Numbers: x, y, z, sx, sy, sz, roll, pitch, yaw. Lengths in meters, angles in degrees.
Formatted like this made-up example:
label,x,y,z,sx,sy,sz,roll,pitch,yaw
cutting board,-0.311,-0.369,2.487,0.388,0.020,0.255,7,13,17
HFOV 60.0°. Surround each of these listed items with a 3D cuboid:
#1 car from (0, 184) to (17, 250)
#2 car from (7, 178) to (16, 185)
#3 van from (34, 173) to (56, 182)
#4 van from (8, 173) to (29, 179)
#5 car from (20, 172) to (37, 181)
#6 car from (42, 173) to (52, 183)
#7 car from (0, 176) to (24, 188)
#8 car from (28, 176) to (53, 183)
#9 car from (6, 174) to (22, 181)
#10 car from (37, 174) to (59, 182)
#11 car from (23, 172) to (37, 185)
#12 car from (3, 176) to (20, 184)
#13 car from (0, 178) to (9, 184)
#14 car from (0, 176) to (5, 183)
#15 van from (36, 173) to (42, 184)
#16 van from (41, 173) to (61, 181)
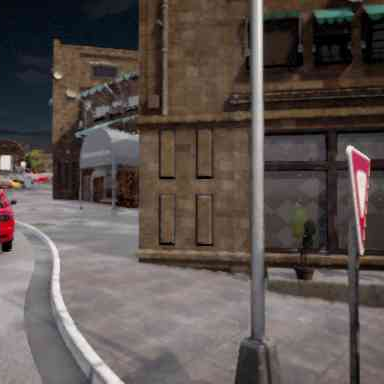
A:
label,x,y,z,sx,sy,sz,roll,pitch,yaw
car,-7.641,0.853,11.949,2.150,2.045,5.566,2,1,-29
car,-29.714,-1.024,50.266,4.674,1.452,2.002,0,5,-29
van,-34.122,-3.299,77.272,4.442,1.987,1.878,0,4,-29
van,-30.610,-1.737,56.300,4.442,1.987,1.878,0,4,-29
car,-40.035,-3.898,81.614,2.150,2.045,5.566,0,4,-10
car,-33.195,-2.878,71.235,5.566,2.045,2.435,0,4,-29
car,-30.377,-1.289,53.166,5.366,1.575,1.946,0,5,-29
car,-33.731,-2.849,74.228,4.892,1.521,2.231,0,4,-29
car,-43.171,-3.626,80.656,1.837,1.490,4.892,0,4,-10
car,-34.755,-3.421,80.202,4.553,1.767,2.185,0,4,-29
car,-31.233,-1.983,59.215,5.566,2.045,2.435,0,5,-29
car,-38.174,-2.629,70.480,1.812,1.442,4.674,0,4,-10
car,-29.222,-0.840,47.269,4.892,1.521,2.231,0,4,-29
car,-41.448,-2.675,70.352,1.812,1.442,4.674,0,4,-10
van,-32.315,-2.404,65.166,4.442,1.987,1.878,0,5,-29
van,-35.323,-3.743,83.141,4.442,1.987,1.878,0,5,-29
